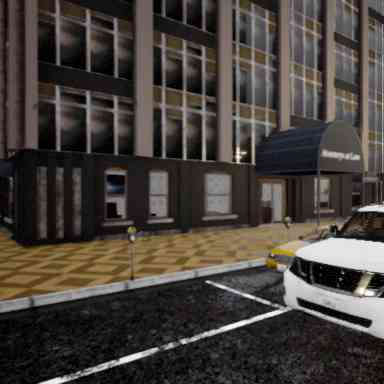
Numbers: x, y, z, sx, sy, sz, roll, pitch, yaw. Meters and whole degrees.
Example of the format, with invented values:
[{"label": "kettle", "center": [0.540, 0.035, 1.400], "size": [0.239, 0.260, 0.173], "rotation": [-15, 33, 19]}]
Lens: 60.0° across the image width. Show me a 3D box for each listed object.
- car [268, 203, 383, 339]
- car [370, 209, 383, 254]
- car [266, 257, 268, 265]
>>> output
[{"label": "car", "center": [4.218, 1.234, 6.384], "size": [5.566, 2.045, 2.150], "rotation": [0, 0, -35]}, {"label": "car", "center": [8.957, 1.464, 12.941], "size": [4.097, 1.590, 1.967], "rotation": [0, 0, -35]}, {"label": "car", "center": [4.176, 1.541, 9.534], "size": [4.829, 1.417, 1.752], "rotation": [0, 0, -35]}]
